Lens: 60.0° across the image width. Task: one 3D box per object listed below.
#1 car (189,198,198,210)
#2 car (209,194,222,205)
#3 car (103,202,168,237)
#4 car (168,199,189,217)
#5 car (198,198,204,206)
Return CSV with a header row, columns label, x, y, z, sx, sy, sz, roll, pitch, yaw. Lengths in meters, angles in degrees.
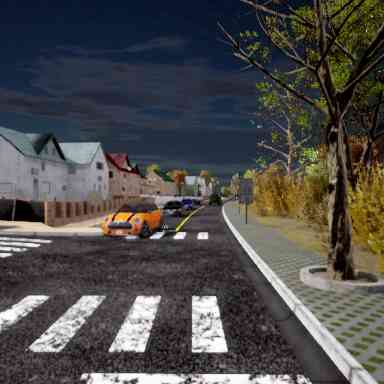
label,x,y,z,sx,sy,sz,roll,pitch,yaw
car,-0.647,1.634,44.063,1.812,1.442,4.674,0,0,6
car,4.559,1.462,63.884,2.150,2.045,5.566,0,0,8
car,-3.061,1.357,18.087,2.097,1.767,4.553,0,0,11
car,-1.670,1.564,31.379,1.812,1.442,4.674,0,0,4
car,1.086,1.822,59.448,1.994,1.385,4.181,0,0,7
